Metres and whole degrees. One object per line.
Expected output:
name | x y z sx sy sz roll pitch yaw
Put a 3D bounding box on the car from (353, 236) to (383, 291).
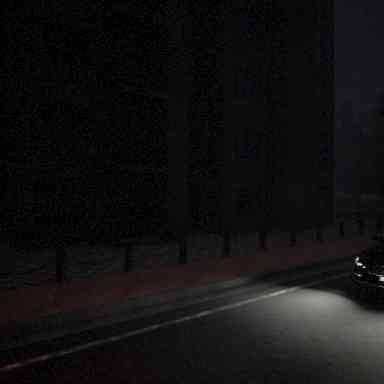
car | 5.870 1.497 8.101 4.892 1.490 1.837 0 0 -35
